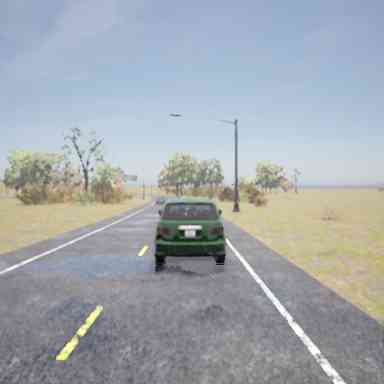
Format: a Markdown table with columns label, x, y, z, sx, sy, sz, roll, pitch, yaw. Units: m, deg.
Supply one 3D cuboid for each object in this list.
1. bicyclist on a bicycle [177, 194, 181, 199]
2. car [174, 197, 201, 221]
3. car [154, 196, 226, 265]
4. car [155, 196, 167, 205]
| label | x | y | z | sx | sy | sz | roll | pitch | yaw |
| --- | --- | --- | --- | --- | --- | --- | --- | --- | --- |
| bicyclist on a bicycle | -3.182 | 1.399 | 88.428 | 0.866 | 1.612 | 1.509 | 0 | 0 | -5 |
| car | -0.420 | 1.350 | 27.926 | 2.097 | 1.767 | 4.553 | 0 | 0 | -1 |
| car | -0.066 | 1.224 | 11.875 | 2.150 | 2.045 | 5.566 | 0 | 0 | 0 |
| car | -5.396 | 1.496 | 57.946 | 1.837 | 1.490 | 4.892 | 0 | 0 | -3 |
